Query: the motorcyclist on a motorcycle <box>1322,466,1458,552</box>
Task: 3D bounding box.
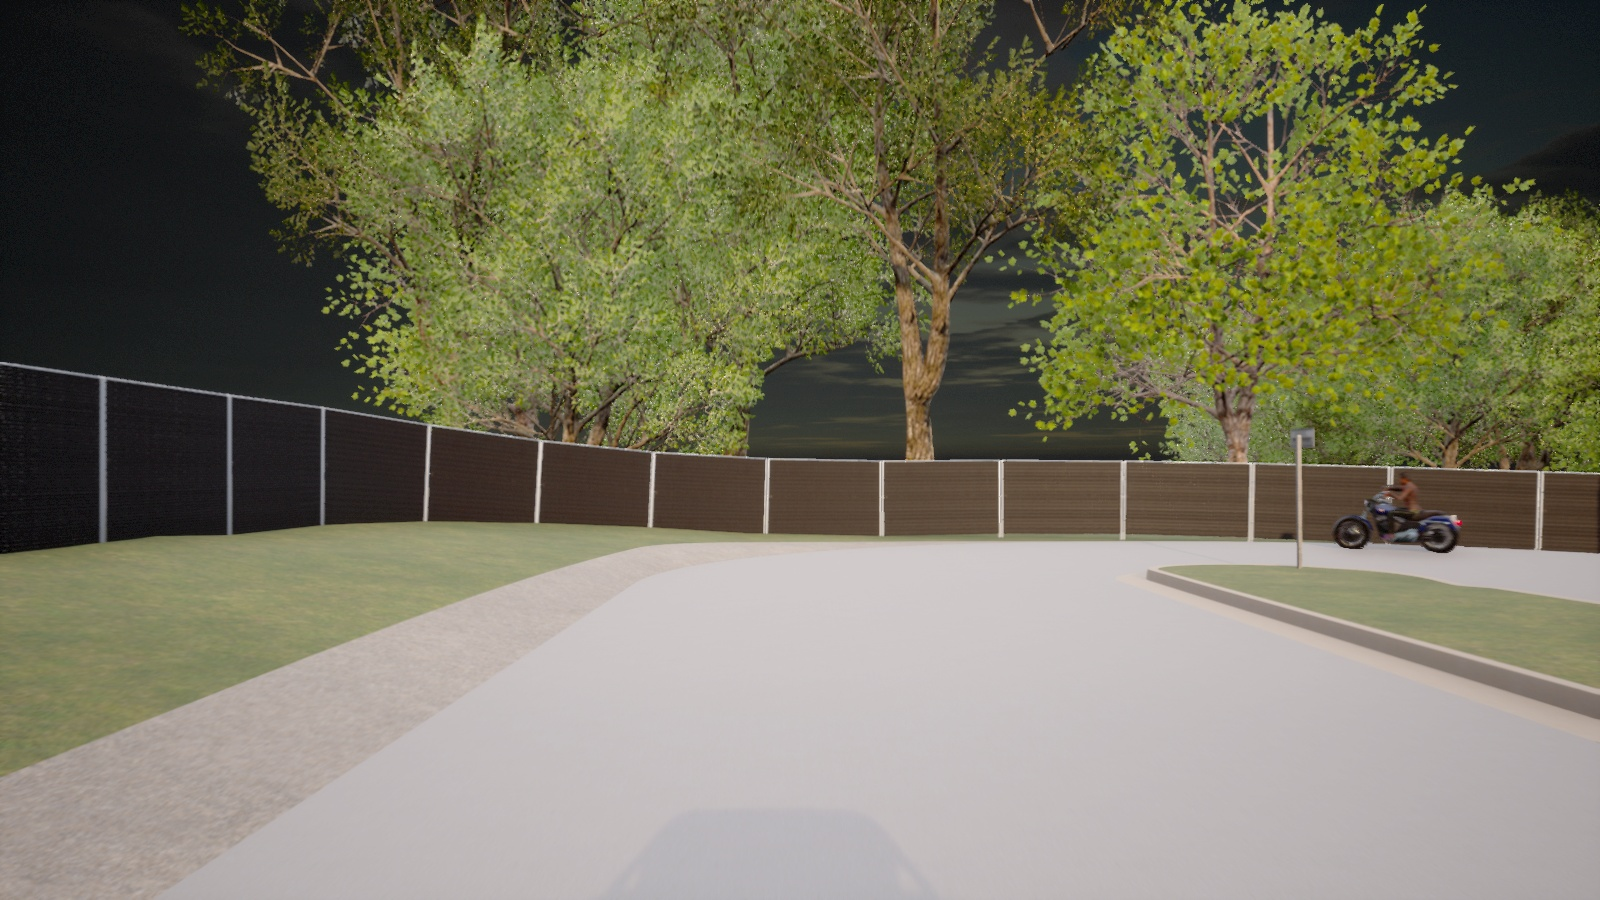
[{"bbox_3d":[11.948,1.165,25.473,2.350,1.649,0.766,-1,2,39],"label":"motorcyclist on a motorcycle"}]
